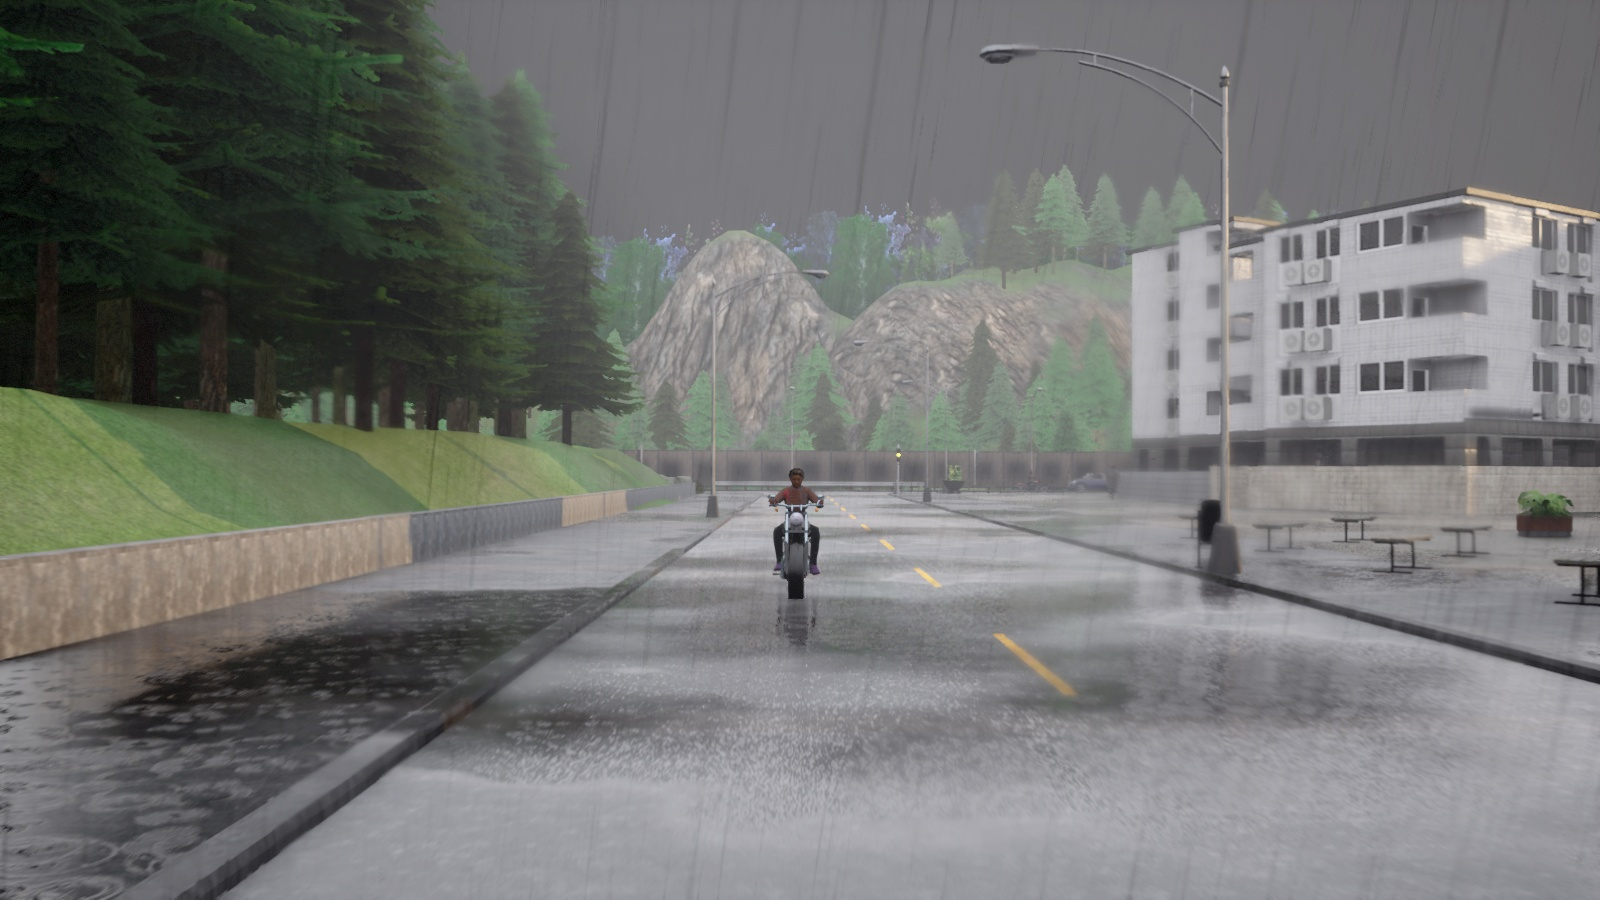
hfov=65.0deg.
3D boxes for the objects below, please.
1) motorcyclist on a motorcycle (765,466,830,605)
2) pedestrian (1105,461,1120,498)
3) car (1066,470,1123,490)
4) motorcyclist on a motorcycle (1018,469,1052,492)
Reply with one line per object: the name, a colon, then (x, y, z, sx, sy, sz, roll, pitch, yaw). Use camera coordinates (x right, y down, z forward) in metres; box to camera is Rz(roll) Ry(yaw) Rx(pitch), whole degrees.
motorcyclist on a motorcycle: (-0.038, 1.035, 16.131, 0.766, 1.649, 2.350, 0, -1, 0)
pedestrian: (16.667, 1.579, 66.992, 0.659, 1.952, 0.873, 0, -1, 9)
car: (22.153, 2.276, 94.649, 3.806, 1.475, 1.970, 0, -1, 0)
motorcyclist on a motorcycle: (16.946, 2.215, 90.638, 2.350, 1.649, 0.766, 0, -1, 0)
